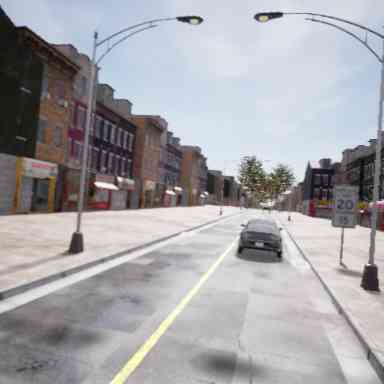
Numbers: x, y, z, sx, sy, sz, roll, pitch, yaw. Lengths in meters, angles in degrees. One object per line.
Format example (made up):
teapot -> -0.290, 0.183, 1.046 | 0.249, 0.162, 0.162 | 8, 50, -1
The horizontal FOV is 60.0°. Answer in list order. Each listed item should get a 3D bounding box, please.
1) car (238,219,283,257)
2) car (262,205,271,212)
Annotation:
car -> 3.206, 1.998, 15.452 | 1.812, 1.442, 4.674 | 4, -1, 13
car -> 18.087, 3.946, 80.698 | 1.837, 1.490, 4.892 | 4, -1, 13
